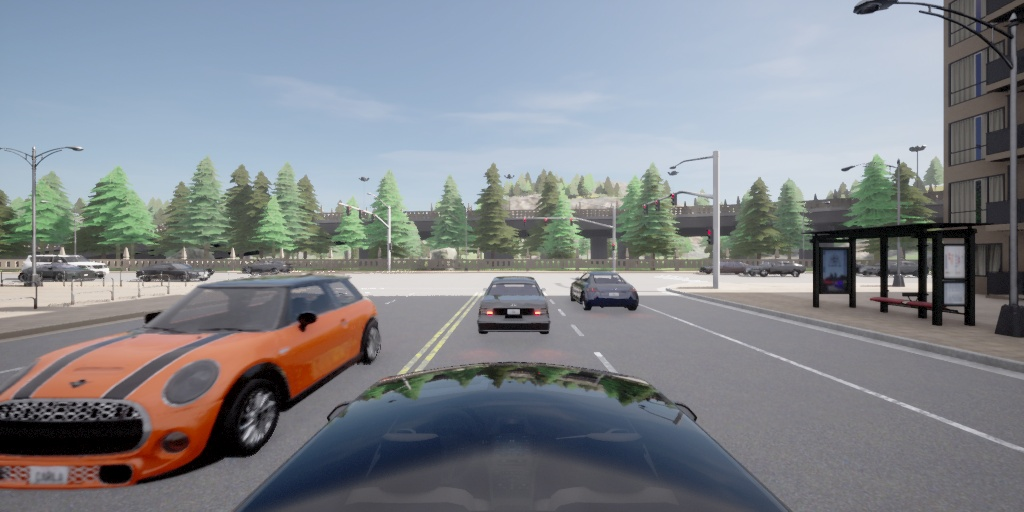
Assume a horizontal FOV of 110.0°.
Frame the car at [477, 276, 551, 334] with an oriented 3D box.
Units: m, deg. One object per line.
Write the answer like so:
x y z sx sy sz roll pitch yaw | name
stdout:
0.060 1.297 10.545 2.033 1.411 5.357 0 0 1 | car

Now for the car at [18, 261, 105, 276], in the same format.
-34.242 1.258 27.125 4.181 1.385 1.994 0 0 0 | car

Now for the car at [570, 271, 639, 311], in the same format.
3.580 1.314 14.556 1.994 1.385 4.181 0 0 0 | car

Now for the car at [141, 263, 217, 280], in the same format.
-28.361 1.295 30.632 4.718 1.301 1.895 0 0 1 | car

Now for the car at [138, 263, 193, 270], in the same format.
-25.548 1.220 27.100 4.674 1.442 1.812 0 0 -1 | car

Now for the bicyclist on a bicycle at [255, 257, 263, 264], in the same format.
-29.460 0.995 41.648 0.582 1.620 1.656 0 0 1 | bicyclist on a bicycle

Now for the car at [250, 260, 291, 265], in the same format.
-25.760 1.186 37.815 4.902 1.511 2.128 0 0 1 | car

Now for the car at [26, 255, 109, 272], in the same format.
-38.077 0.916 30.623 5.566 2.045 2.150 0 0 -1 | car

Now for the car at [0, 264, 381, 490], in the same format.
-3.590 1.101 5.023 2.097 1.767 4.553 0 0 0 | car

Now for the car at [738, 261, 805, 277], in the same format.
24.528 1.186 33.550 4.902 1.511 2.128 0 0 2 | car

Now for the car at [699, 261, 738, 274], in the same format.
22.412 1.242 37.131 5.357 1.411 2.033 0 0 1 | car

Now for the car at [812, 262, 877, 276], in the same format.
33.840 1.295 36.602 4.718 1.301 1.895 0 0 6 | car

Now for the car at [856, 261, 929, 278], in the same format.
34.892 1.186 32.914 4.902 1.511 2.128 0 0 8 | car
